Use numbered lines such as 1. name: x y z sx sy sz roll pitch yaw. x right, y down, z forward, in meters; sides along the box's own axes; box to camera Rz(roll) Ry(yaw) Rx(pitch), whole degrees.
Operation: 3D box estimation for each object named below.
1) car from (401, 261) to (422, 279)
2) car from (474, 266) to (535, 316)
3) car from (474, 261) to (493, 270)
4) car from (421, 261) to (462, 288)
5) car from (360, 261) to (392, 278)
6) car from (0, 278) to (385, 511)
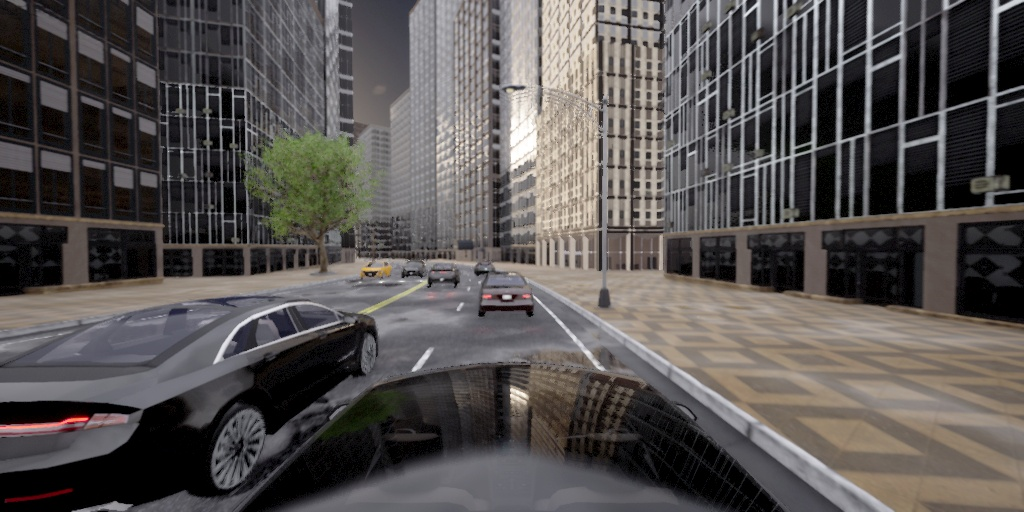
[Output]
1. car: -8.750 1.192 32.275 1.837 1.490 4.892 0 0 -8
2. car: -0.283 1.264 13.182 2.033 1.411 5.357 0 0 -3
3. car: -2.833 1.216 36.757 1.994 1.385 4.181 0 0 -9
4. car: -4.395 1.190 23.641 2.128 1.511 4.902 0 0 -6
5. car: -11.967 1.222 31.815 1.882 1.535 5.008 0 0 -8
6. car: -3.248 1.240 4.446 2.128 1.511 4.902 0 0 -1
